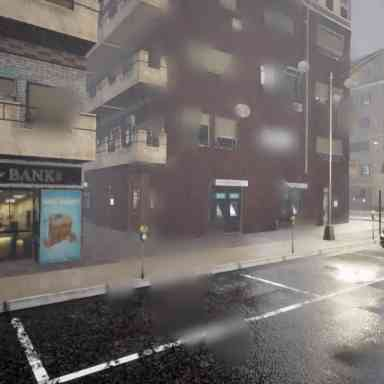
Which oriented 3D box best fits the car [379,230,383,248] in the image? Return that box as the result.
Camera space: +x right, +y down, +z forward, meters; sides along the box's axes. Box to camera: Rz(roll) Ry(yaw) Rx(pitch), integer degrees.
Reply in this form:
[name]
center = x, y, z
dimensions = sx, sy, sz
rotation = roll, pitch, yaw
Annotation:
[car]
center = 9.106, 1.554, 13.147
dimensions = 4.403, 1.369, 2.008
rotation = 0, 1, -35
